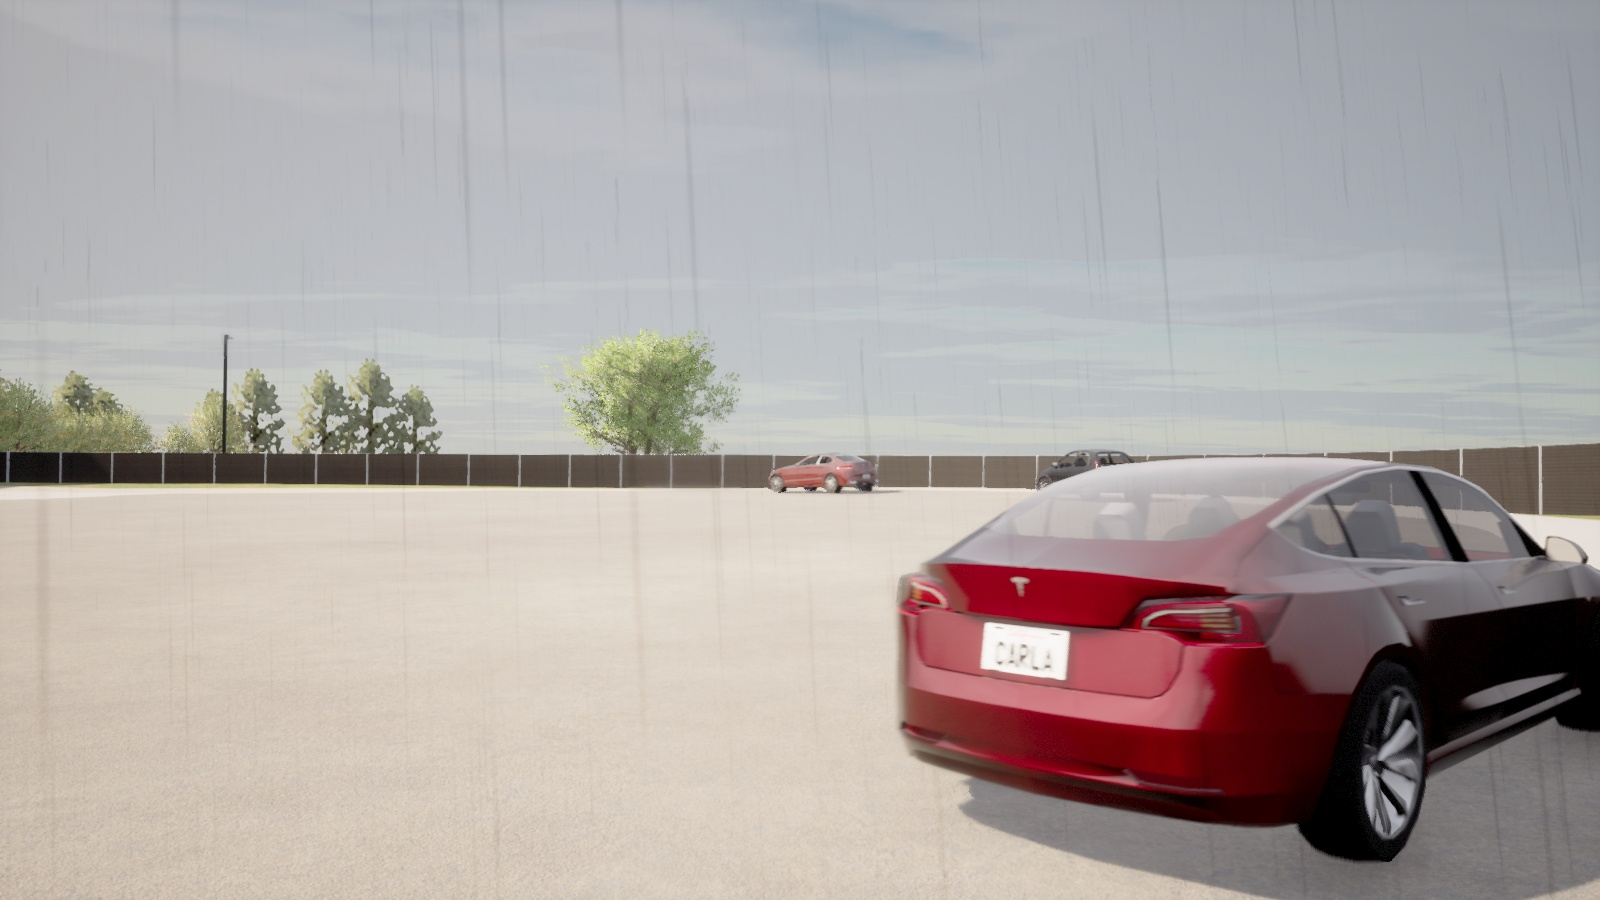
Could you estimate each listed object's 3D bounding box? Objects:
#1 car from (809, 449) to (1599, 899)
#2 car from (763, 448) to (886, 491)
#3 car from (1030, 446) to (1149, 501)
[{"bbox_3d":[2.519,0.760,6.256,4.792,1.488,2.163,0,-1,-44],"label":"car"},{"bbox_3d":[0.968,0.806,52.149,2.152,1.651,5.027,-2,0,-43],"label":"car"},{"bbox_3d":[9.031,0.709,39.542,1.851,1.617,3.988,-1,0,-18],"label":"car"}]
